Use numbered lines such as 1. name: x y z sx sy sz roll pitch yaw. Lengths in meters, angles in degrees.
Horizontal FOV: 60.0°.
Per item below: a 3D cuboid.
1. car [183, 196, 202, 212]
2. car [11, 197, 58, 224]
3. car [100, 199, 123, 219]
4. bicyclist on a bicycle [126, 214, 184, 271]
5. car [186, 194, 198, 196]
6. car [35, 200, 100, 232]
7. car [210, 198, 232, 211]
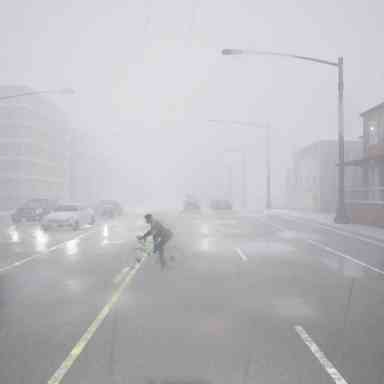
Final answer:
1. car: 0.016 1.440 37.095 1.812 1.442 4.674 0 -1 1
2. car: -10.596 1.194 23.242 2.097 1.767 4.553 0 0 0
3. car: -7.007 1.366 27.418 2.128 1.511 4.902 0 0 0
4. bicyclist on a bicycle: -1.043 1.436 9.386 1.656 1.620 0.582 -1 0 0
5. car: 0.011 1.380 47.299 2.150 2.045 5.566 0 -2 1
6. car: -7.100 1.399 19.546 1.812 1.442 4.674 0 1 0
7. car: 3.530 1.502 38.518 1.994 1.385 4.181 0 -1 0
